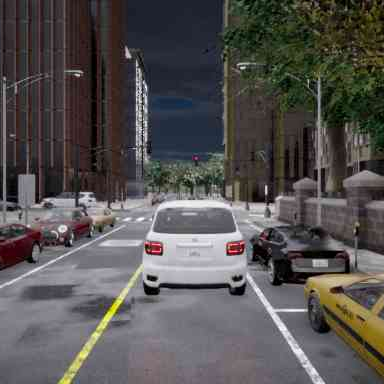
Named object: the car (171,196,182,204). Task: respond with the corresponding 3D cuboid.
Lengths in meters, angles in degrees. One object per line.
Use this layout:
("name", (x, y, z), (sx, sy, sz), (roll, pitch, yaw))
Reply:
("car", (-3.060, 1.583, 66.976), (1.994, 1.385, 4.181), (0, 0, 1))

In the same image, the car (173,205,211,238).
("car", (0.013, 1.527, 18.464), (1.812, 1.442, 4.674), (0, 0, 1))

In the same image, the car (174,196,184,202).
("car", (-3.044, 1.559, 77.315), (2.033, 1.411, 5.357), (0, 0, 0))

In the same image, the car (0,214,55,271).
("car", (-5.770, 1.545, 9.221), (1.887, 1.381, 4.507), (0, 0, 0))

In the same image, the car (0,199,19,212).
("car", (-19.189, 1.203, 31.530), (5.357, 1.411, 2.033), (1, 0, -5))

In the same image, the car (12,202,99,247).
("car", (-5.773, 1.441, 14.679), (1.967, 1.590, 4.097), (0, 0, 0))

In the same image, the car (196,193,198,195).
("car", (-0.045, 1.551, 78.675), (1.812, 1.442, 4.674), (0, 0, 0))

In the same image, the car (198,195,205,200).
("car", (2.707, 1.565, 95.781), (1.752, 1.417, 4.829), (0, 0, 0))

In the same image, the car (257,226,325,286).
("car", (2.756, 1.566, 9.228), (1.947, 1.339, 4.313), (0, 0, 0))

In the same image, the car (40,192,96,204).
("car", (-12.847, 1.000, 34.801), (5.566, 2.045, 2.150), (1, 0, 0))

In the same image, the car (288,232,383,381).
("car", (2.758, 1.525, 3.941), (1.752, 1.417, 4.829), (0, 0, 0))

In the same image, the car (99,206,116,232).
("car", (-5.776, 1.527, 19.965), (1.752, 1.417, 4.829), (0, 0, 0))

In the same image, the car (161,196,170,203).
("car", (-5.805, 1.549, 73.686), (1.752, 1.417, 4.829), (0, 0, 0))

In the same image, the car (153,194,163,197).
("car", (-5.797, 1.329, 57.543), (2.192, 1.841, 5.009), (0, 0, 0))

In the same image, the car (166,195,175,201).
("car", (-5.815, 1.586, 90.169), (2.008, 1.369, 4.403), (0, 0, 0))

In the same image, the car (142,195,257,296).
("car", (0.061, 1.222, 8.819), (2.150, 2.045, 5.566), (0, 0, 0))

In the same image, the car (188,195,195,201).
("car", (-0.050, 1.534, 88.581), (1.837, 1.490, 4.892), (0, 0, 0))

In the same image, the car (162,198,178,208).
("car", (-3.123, 1.574, 48.106), (1.994, 1.385, 4.181), (0, 0, 0))

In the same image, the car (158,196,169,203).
("car", (-5.802, 1.602, 68.418), (1.802, 1.307, 4.206), (0, 0, 0))

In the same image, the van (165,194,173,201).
("van", (-5.812, 1.372, 84.731), (1.690, 1.788, 3.998), (0, 0, 0))
